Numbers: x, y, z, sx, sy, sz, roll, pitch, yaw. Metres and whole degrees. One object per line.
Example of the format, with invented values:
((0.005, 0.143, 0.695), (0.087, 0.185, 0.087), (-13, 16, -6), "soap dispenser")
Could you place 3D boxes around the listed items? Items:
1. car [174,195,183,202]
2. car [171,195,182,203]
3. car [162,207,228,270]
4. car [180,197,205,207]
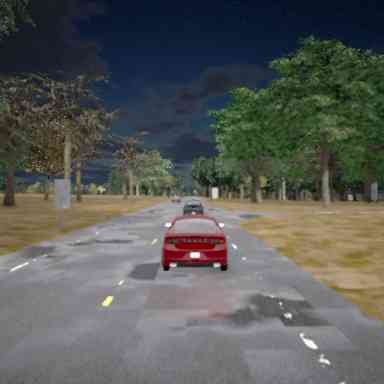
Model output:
((-3.382, 1.657, 86.490), (2.128, 1.511, 4.902), (0, 0, 0), "car")
((-3.404, 1.612, 70.656), (1.882, 1.535, 5.008), (0, 0, 0), "car")
((0.095, 1.499, 11.185), (1.882, 1.535, 5.008), (0, 0, 0), "car")
((0.127, 1.526, 31.340), (1.837, 1.490, 4.892), (-1, 1, 0), "car")
